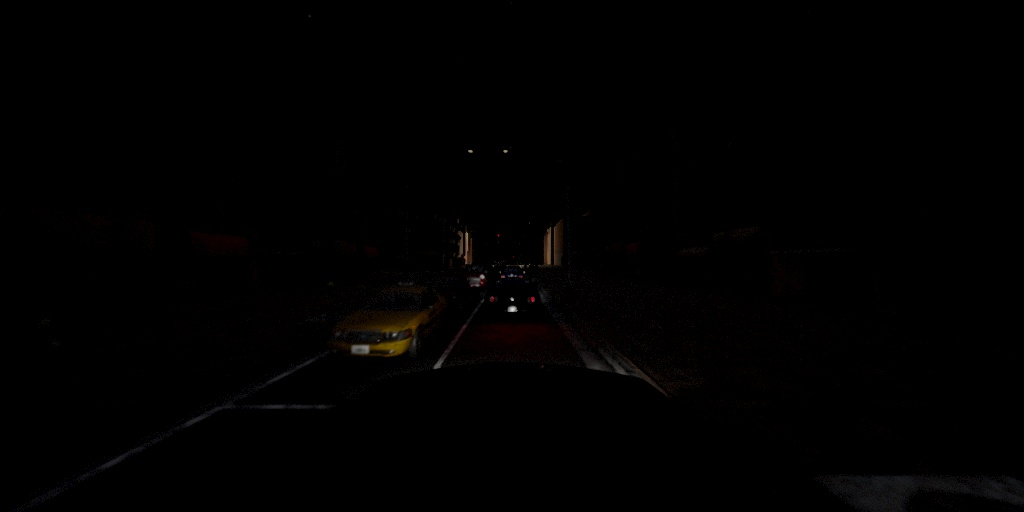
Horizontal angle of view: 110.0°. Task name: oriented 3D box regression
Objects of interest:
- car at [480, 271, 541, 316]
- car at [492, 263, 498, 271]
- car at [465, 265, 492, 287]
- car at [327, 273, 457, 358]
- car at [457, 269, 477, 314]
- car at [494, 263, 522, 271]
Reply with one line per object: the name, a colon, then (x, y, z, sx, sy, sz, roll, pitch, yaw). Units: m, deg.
car: (0.033, 1.437, 13.750, 1.895, 1.301, 4.718, 0, 0, 0)
car: (-2.656, 1.575, 35.714, 1.948, 1.339, 4.313, 0, 0, 0)
car: (-2.650, 1.361, 24.954, 1.967, 1.591, 4.097, 0, 0, 0)
car: (-2.641, 1.325, 8.646, 1.751, 1.417, 4.829, 0, 0, 0)
car: (-2.644, 1.384, 14.195, 1.888, 1.381, 4.507, 0, 0, 0)
car: (0.013, 1.487, 27.211, 2.033, 1.411, 5.357, 0, 0, 1)
